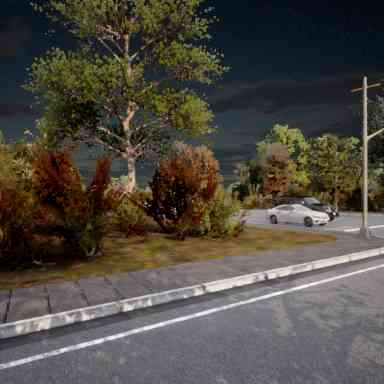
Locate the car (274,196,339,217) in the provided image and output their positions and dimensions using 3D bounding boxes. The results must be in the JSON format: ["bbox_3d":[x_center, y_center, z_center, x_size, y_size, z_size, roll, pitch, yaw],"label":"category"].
[{"bbox_3d":[9.049,1.316,27.235,2.150,2.045,5.566,0,-1,-37],"label":"car"}]

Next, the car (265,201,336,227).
[{"bbox_3d":[7.365,1.600,23.641,1.812,1.442,4.674,0,-1,-38],"label":"car"}]

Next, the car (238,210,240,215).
[{"bbox_3d":[2.819,1.589,34.508,2.097,1.767,4.553,0,-1,-42],"label":"car"}]
